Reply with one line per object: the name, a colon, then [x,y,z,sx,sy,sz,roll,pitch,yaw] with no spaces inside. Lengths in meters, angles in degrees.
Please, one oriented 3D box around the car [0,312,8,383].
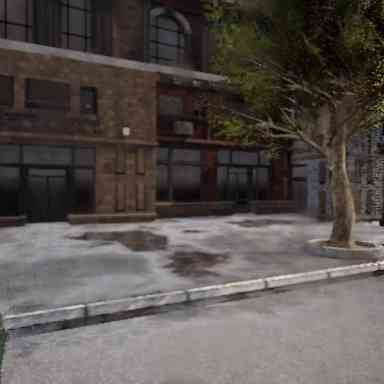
car: [-4.031,1.321,2.533,4.553,1.767,2.097,0,0,-25]
